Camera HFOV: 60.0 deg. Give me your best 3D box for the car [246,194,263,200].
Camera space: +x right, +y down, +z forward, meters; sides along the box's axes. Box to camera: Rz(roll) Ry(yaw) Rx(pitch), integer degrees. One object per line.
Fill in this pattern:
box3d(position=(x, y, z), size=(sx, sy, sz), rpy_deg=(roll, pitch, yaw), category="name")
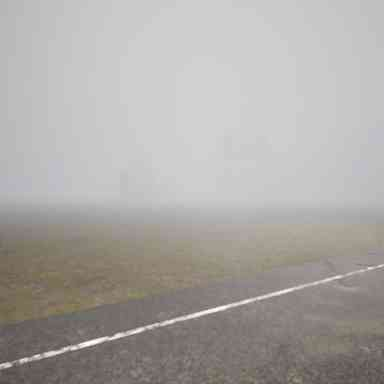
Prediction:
box3d(position=(15.297, 1.139, 81.403), size=(2.128, 1.511, 4.902), rpy_deg=(0, 0, -34), category="car")
